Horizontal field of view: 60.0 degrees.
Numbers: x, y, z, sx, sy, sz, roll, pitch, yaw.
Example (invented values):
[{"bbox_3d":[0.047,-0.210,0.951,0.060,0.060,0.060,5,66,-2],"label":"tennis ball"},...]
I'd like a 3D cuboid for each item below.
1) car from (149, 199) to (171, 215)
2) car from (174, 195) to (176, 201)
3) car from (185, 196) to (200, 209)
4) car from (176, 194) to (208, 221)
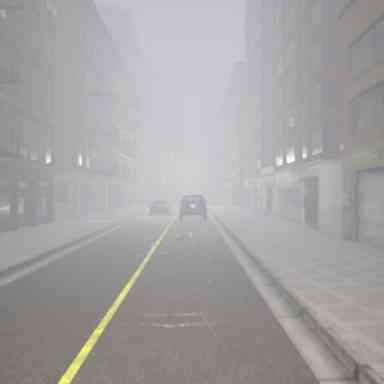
[{"bbox_3d":[-3.095,1.461,32.769,1.837,1.490,4.892,0,0,0],"label":"car"},{"bbox_3d":[-2.996,1.333,74.321,1.837,1.490,4.892,0,0,0],"label":"car"},{"bbox_3d":[0.076,1.430,46.604,1.882,1.535,5.008,0,0,0],"label":"car"},{"bbox_3d":[0.099,1.184,27.176,2.150,2.045,5.566,0,0,0],"label":"car"}]
